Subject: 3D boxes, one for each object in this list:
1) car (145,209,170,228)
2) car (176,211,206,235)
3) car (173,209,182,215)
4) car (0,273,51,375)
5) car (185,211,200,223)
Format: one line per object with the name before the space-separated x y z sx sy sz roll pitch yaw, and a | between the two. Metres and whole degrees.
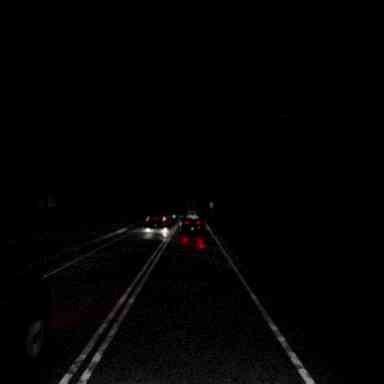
car | -3.382 2.614 33.184 2.097 1.767 4.553 0 -2 0
car | 0.049 2.510 26.204 2.128 1.511 4.902 0 -2 0
car | -3.187 4.503 75.260 1.882 1.535 5.008 0 -3 0
car | -3.343 1.821 3.851 2.128 1.511 4.902 0 -2 0
car | 0.065 3.135 42.371 1.812 1.442 4.674 0 -2 0
